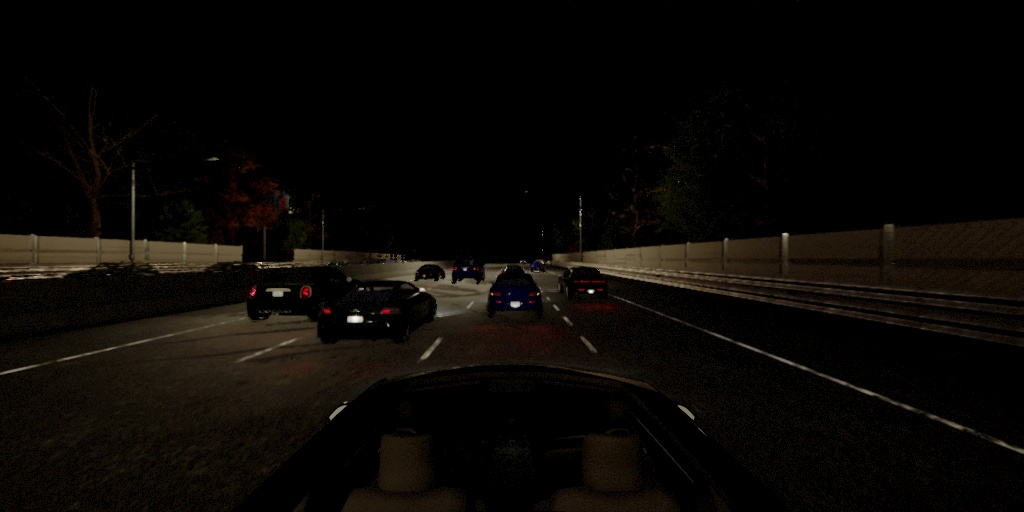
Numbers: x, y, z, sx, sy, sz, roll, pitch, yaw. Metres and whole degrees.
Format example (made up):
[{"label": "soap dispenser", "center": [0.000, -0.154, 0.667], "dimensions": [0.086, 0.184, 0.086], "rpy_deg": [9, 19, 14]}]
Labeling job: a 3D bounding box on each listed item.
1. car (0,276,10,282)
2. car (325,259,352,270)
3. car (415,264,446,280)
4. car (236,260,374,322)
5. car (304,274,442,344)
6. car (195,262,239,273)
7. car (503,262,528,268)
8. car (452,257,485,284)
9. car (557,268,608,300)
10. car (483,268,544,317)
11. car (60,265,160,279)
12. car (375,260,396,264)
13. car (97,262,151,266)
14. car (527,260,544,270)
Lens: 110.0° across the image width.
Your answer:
[{"label": "car", "center": [-28.101, 1.363, 17.093], "dimensions": [2.033, 1.411, 5.357], "rpy_deg": [0, 0, 0]}, {"label": "car", "center": [-28.028, 1.359, 58.043], "dimensions": [2.097, 1.767, 4.553], "rpy_deg": [0, 0, 1]}, {"label": "car", "center": [-6.898, 1.402, 30.459], "dimensions": [1.812, 1.442, 4.674], "rpy_deg": [0, 0, 0]}, {"label": "car", "center": [-6.901, 1.149, 12.697], "dimensions": [2.097, 1.767, 4.553], "rpy_deg": [0, 0, 0]}, {"label": "car", "center": [-3.397, 1.349, 9.773], "dimensions": [1.994, 1.385, 4.181], "rpy_deg": [0, 0, 0]}, {"label": "car", "center": [-17.598, 1.190, 22.100], "dimensions": [2.097, 1.767, 4.553], "rpy_deg": [0, 0, 0]}, {"label": "car", "center": [0.103, 1.439, 30.064], "dimensions": [1.994, 1.385, 4.181], "rpy_deg": [0, 0, 0]}, {"label": "car", "center": [-3.402, 1.090, 28.604], "dimensions": [2.150, 2.045, 5.566], "rpy_deg": [0, 0, 0]}, {"label": "car", "center": [3.499, 1.323, 18.302], "dimensions": [1.837, 1.490, 4.892], "rpy_deg": [0, 0, 0]}, {"label": "car", "center": [0.100, 1.326, 13.289], "dimensions": [1.812, 1.442, 4.674], "rpy_deg": [0, 0, 0]}, {"label": "car", "center": [-21.099, 1.388, 19.080], "dimensions": [1.994, 1.385, 4.181], "rpy_deg": [0, 0, 0]}, {"label": "car", "center": [-21.025, 1.501, 61.173], "dimensions": [1.882, 1.535, 5.008], "rpy_deg": [0, 0, 1]}, {"label": "car", "center": [-24.597, 1.190, 22.136], "dimensions": [2.097, 1.767, 4.553], "rpy_deg": [0, 0, 0]}, {"label": "car", "center": [3.499, 1.499, 50.956], "dimensions": [1.812, 1.442, 4.674], "rpy_deg": [0, 0, 0]}]
